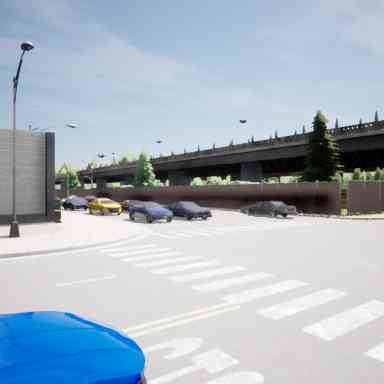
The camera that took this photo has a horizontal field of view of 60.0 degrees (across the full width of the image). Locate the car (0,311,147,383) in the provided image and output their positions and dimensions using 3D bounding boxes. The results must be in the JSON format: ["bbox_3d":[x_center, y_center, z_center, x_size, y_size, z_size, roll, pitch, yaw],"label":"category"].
[{"bbox_3d":[-2.633,1.478,1.896,5.008,1.535,1.882,0,0,-36],"label":"car"}]

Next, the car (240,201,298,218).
[{"bbox_3d":[6.701,1.490,29.539,2.033,1.411,5.357,0,0,-36],"label":"car"}]

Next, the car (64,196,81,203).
[{"bbox_3d":[-23.745,1.469,65.948,1.812,1.442,4.674,0,0,-36],"label":"car"}]

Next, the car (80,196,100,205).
[{"bbox_3d":[-17.819,1.422,57.828,1.882,1.535,5.008,0,0,-36],"label":"car"}]

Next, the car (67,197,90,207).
[{"bbox_3d":[-17.461,1.492,51.001,2.033,1.411,5.357,0,0,-35],"label":"car"}]

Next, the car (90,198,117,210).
[{"bbox_3d":[-11.430,1.470,42.557,1.812,1.442,4.674,0,0,-36],"label":"car"}]

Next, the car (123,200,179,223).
[{"bbox_3d":[-3.209,1.470,25.009,1.812,1.442,4.674,0,0,-36],"label":"car"}]

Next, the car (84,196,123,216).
[{"bbox_3d":[-8.575,1.422,32.515,1.882,1.535,5.008,0,0,-36],"label":"car"}]

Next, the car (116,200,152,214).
[{"bbox_3d":[-6.176,1.545,35.183,1.895,1.301,4.718,0,0,-35],"label":"car"}]

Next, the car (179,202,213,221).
[{"bbox_3d":[-0.607,1.492,27.380,2.033,1.411,5.357,0,0,-36],"label":"car"}]

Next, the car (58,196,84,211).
[{"bbox_3d":[-14.270,1.492,40.495,2.033,1.411,5.357,0,0,-35],"label":"car"}]
